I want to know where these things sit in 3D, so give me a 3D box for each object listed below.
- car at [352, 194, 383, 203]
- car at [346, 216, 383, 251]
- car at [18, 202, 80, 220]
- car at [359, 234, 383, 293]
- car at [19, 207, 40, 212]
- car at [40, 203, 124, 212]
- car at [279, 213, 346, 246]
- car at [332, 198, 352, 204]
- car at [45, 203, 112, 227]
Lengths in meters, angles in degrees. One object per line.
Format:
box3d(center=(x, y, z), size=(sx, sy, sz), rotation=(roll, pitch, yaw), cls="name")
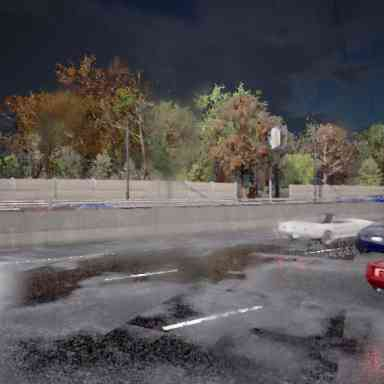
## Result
box3d(center=(25.711, 1.234, 47.036), size=(5.566, 2.045, 2.150), rotation=(1, 0, -30), cls="car")
box3d(center=(7.981, 1.563, 12.262), size=(4.181, 1.385, 1.994), rotation=(0, 0, -30), cls="car")
box3d(center=(-12.430, 1.601, 28.985), size=(4.718, 1.301, 1.895), rotation=(0, 0, -30), cls="car")
box3d(center=(5.904, 1.600, 7.012), size=(4.718, 1.301, 1.895), rotation=(0, 0, -30), cls="car")
box3d(center=(-10.686, 1.601, 25.951), size=(4.718, 1.301, 1.895), rotation=(0, 0, -30), cls="car")
box3d(center=(-6.320, 1.477, 20.387), size=(5.008, 1.535, 1.882), rotation=(0, 0, -30), cls="car")
box3d(center=(6.364, 1.600, 15.370), size=(4.718, 1.301, 1.895), rotation=(0, 0, -30), cls="car")
box3d(center=(23.290, 1.557, 49.681), size=(5.357, 1.411, 2.033), rotation=(0, 0, -30), cls="car")
box3d(center=(-7.985, 1.564, 23.470), size=(4.181, 1.385, 1.994), rotation=(0, 0, -30), cls="car")
